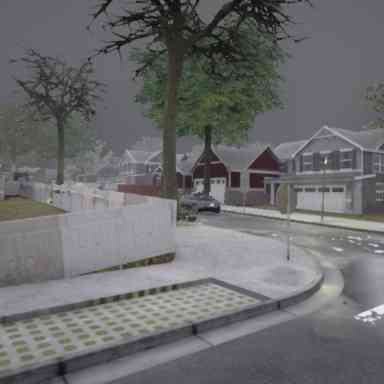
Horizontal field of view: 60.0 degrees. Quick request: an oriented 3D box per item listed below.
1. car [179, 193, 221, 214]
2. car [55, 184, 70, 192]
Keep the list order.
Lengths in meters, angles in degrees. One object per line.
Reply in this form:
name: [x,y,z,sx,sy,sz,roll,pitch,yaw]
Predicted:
car: [0.263,0.783,24.446,1.994,1.385,4.181,1,2,-34]
car: [-18.434,-0.475,46.815,1.812,1.442,4.674,1,2,-35]
